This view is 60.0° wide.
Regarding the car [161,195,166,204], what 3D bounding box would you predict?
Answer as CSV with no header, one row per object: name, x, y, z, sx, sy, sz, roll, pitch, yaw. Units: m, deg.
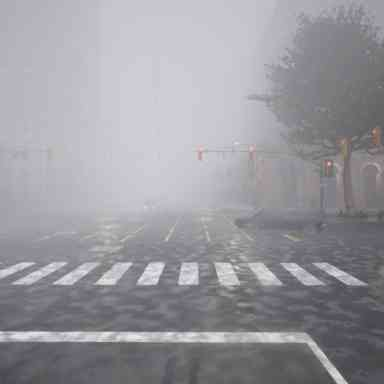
car,-6.693,1.525,65.109,1.812,1.442,4.674,0,0,1

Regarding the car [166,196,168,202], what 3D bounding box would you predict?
car,-6.495,1.477,75.481,1.882,1.535,5.008,0,0,1

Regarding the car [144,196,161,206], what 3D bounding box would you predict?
car,-6.825,1.477,55.539,1.882,1.535,5.008,0,0,0

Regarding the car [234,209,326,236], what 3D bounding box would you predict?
car,4.790,1.601,18.192,4.718,1.301,1.895,0,0,19
